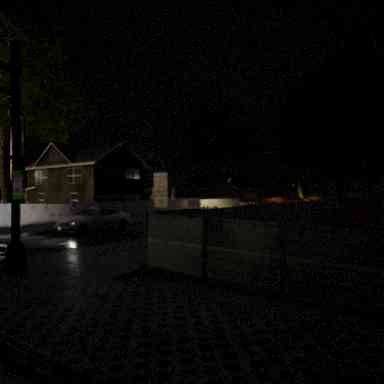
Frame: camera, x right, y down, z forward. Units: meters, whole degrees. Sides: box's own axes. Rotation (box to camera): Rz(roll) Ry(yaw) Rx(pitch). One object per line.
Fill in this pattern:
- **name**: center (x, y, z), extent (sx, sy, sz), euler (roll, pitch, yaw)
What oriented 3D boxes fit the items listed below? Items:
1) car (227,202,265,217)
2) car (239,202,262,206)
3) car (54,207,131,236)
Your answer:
- **car**: center (5.664, 1.714, 34.325), extent (1.895, 1.301, 4.718), euler (-1, 0, 36)
- **car**: center (5.475, 1.678, 29.055), extent (1.895, 1.301, 4.718), euler (-1, 0, 36)
- **car**: center (-5.494, 1.589, 18.970), extent (1.812, 1.442, 4.674), euler (-1, 0, 34)
